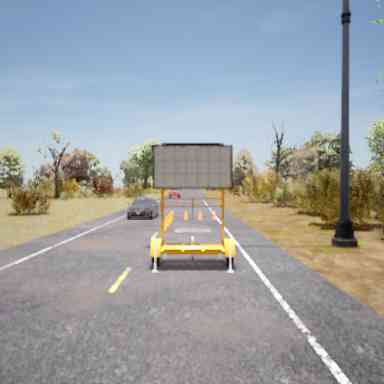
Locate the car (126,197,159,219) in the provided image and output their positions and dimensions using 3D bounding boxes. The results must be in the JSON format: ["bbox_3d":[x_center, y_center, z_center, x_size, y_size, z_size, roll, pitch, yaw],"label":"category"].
[{"bbox_3d":[-3.546,1.128,24.412,1.837,1.490,4.892,0,1,0],"label":"car"}]

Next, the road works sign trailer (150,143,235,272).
[{"bbox_3d":[0.022,0.309,10.153,2.380,3.560,2.880,0,1,0],"label":"road works sign trailer"}]

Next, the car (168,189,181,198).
[{"bbox_3d":[-3.386,0.183,64.846,2.150,2.045,5.566,0,1,1],"label":"car"}]
